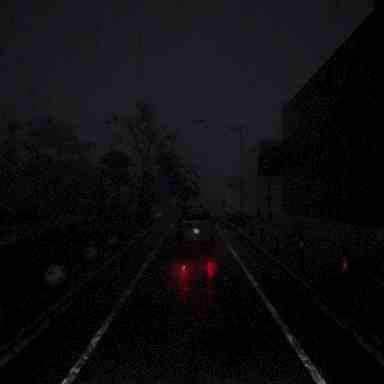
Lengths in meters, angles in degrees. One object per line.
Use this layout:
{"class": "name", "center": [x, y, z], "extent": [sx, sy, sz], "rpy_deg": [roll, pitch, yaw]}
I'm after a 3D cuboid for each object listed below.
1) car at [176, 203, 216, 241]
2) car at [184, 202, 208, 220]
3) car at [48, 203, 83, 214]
{"class": "car", "center": [0.202, 1.530, 16.950], "extent": [2.128, 1.511, 4.902], "rpy_deg": [0, 0, 0]}
{"class": "car", "center": [0.405, 1.761, 31.738], "extent": [2.128, 1.511, 4.902], "rpy_deg": [0, -2, 2]}
{"class": "car", "center": [-18.183, 2.332, 47.886], "extent": [4.902, 1.511, 2.128], "rpy_deg": [2, -3, -42]}
